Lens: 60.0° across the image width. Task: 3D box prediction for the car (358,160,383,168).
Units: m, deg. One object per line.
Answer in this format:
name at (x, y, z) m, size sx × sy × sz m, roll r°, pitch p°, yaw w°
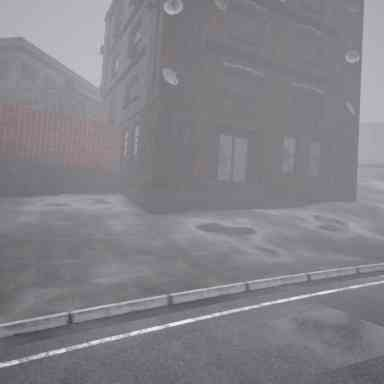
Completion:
car at (22.558, -3.265, 42.061) m, size 4.553 × 1.767 × 2.185 m, roll 2°, pitch -3°, yaw 16°
